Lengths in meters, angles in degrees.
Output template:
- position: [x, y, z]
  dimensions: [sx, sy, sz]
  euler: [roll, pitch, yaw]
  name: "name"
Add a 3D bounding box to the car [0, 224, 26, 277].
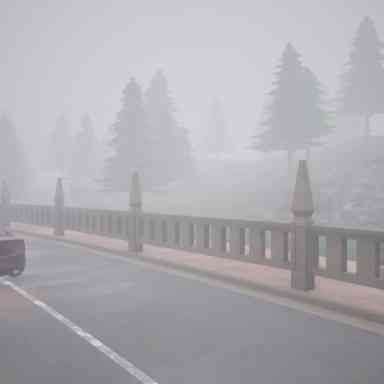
- position: [-6.326, 1.477, 9.232]
  dimensions: [5.008, 1.535, 1.882]
  euler: [0, 0, 44]
  name: "car"
